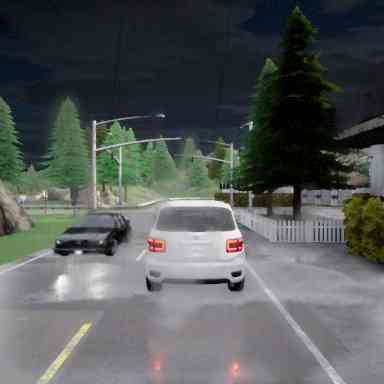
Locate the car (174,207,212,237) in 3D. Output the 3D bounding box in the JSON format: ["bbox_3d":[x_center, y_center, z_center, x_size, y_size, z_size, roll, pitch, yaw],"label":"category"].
[{"bbox_3d":[0.017,1.601,18.895,1.895,1.301,4.718,0,0,0],"label":"car"}]

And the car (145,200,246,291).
[{"bbox_3d":[0.064,1.221,9.132,2.150,2.045,5.566,0,0,0],"label":"car"}]

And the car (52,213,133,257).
[{"bbox_3d":[-3.637,1.547,13.296,2.033,1.411,5.357,0,0,0],"label":"car"}]
